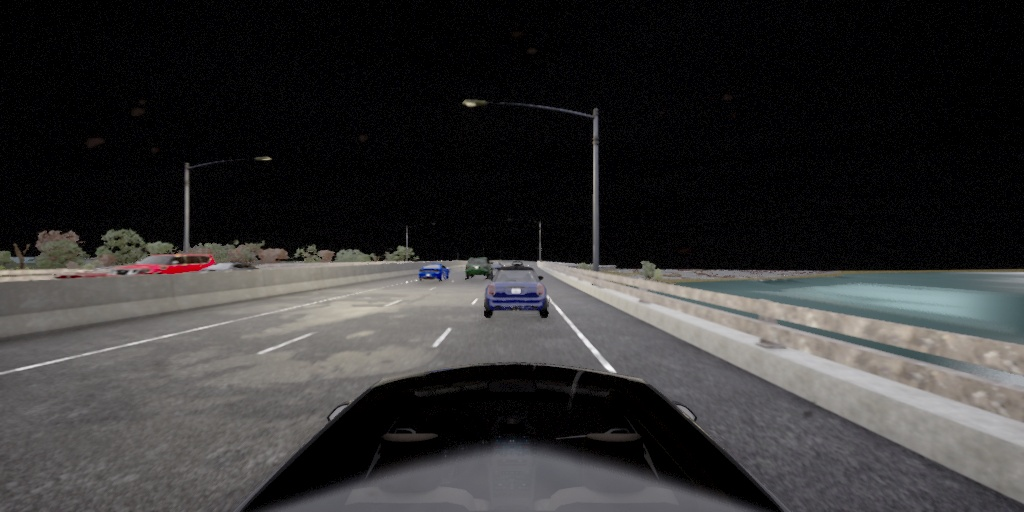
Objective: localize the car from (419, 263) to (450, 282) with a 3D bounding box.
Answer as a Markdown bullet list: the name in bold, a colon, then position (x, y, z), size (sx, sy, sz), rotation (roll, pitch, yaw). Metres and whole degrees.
- **car**: position (-6.655, 1.381, 31.176), size (1.882, 1.535, 5.008), rotation (0, 0, 1)

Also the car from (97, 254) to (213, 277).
- **car**: position (-20.892, 0.875, 21.890), size (2.150, 2.045, 5.566), rotation (0, 0, 1)

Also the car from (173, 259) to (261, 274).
- **car**: position (-17.392, 1.088, 21.879), size (1.812, 1.442, 4.674), rotation (0, 0, 1)

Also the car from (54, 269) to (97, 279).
- **car**: position (-24.392, 1.243, 21.928), size (1.895, 1.301, 4.718), rotation (0, 0, 1)

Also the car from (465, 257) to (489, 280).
- **car**: position (-3.099, 1.147, 34.313), size (2.150, 2.045, 5.566), rotation (0, 0, 1)

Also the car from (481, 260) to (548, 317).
- **car**: position (0.143, 1.163, 13.688), size (2.097, 1.767, 4.553), rotation (0, 0, 0)
